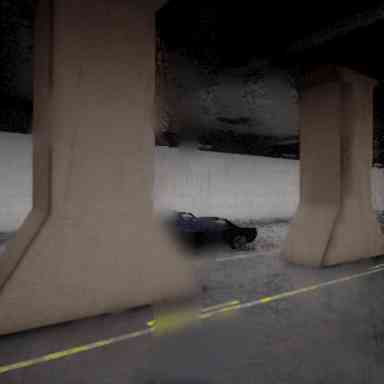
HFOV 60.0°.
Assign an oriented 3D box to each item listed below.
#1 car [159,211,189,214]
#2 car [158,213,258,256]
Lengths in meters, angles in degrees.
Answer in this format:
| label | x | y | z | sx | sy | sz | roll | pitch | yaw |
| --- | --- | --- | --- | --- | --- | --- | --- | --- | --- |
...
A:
| label | x | y | z | sx | sy | sz | roll | pitch | yaw |
| --- | --- | --- | --- | --- | --- | --- | --- | --- | --- |
| car | -1.136 | 1.618 | 16.033 | 4.718 | 1.301 | 1.895 | 0 | 0 | -35 |
| car | 0.223 | 1.620 | 12.710 | 4.718 | 1.301 | 1.895 | 0 | 0 | -35 |
